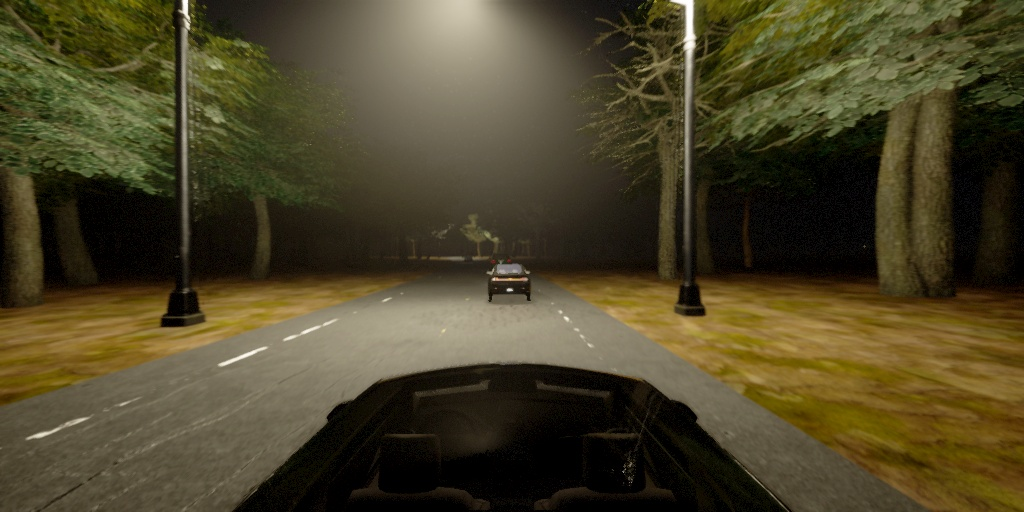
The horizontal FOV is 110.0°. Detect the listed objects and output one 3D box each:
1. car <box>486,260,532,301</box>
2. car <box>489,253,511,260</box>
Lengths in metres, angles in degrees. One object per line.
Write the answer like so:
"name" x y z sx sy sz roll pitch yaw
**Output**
"car" -0.156 1.118 16.559 2.128 1.511 4.902 0 0 -2
"car" -1.255 0.670 37.969 2.150 2.045 5.566 0 1 -4
